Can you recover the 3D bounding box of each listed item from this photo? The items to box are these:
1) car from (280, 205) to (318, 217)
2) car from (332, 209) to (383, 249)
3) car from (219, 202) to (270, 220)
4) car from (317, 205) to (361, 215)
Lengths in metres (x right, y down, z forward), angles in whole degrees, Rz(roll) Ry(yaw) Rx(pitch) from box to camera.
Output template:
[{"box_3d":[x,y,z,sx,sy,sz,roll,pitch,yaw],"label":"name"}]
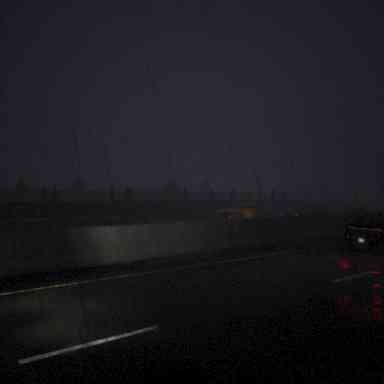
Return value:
[{"box_3d":[9.806,1.781,28.138,5.357,1.411,2.033,1,0,-35],"label":"car"},{"box_3d":[8.382,1.636,13.995,4.902,1.511,2.128,1,0,-35],"label":"car"},{"box_3d":[4.537,1.670,28.685,5.008,1.535,1.882,1,0,-35],"label":"car"},{"box_3d":[11.827,1.798,25.278,4.181,1.385,1.994,1,0,-35],"label":"car"}]
